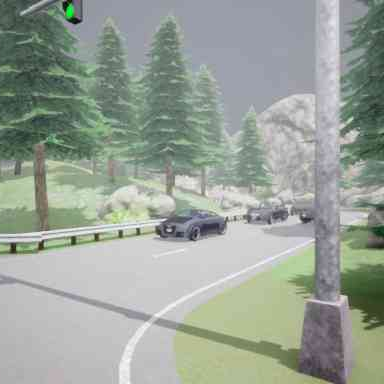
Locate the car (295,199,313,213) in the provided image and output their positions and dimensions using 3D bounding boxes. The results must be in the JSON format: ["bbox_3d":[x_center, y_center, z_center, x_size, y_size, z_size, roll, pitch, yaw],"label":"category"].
[{"bbox_3d":[11.316,1.520,33.664,1.837,1.490,4.892,0,0,28],"label":"car"}]

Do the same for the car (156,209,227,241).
[{"bbox_3d":[0.084,1.579,16.921,1.994,1.385,4.181,0,0,35],"label":"car"}]

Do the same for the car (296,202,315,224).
[{"bbox_3d":[9.373,1.640,24.040,1.895,1.301,4.718,0,0,35],"label":"car"}]

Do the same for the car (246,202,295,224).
[{"bbox_3d":[5.731,1.507,25.108,2.128,1.511,4.902,0,0,35],"label":"car"}]
